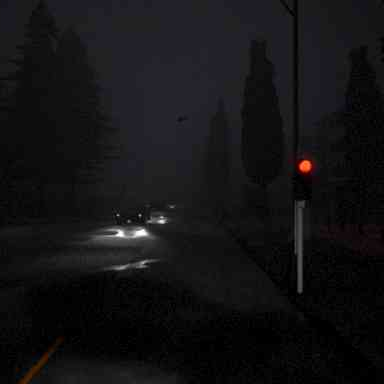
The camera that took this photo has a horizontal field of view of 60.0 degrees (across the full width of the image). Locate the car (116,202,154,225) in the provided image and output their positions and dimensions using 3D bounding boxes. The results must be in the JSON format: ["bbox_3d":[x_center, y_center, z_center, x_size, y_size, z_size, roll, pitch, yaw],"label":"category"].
[{"bbox_3d":[-4.127,1.614,23.981,1.895,1.301,4.718,0,0,0],"label":"car"}]

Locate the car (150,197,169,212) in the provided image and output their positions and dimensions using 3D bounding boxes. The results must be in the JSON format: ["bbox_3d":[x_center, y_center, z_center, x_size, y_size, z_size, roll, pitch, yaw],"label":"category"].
[{"bbox_3d":[-4.139,1.623,38.712,1.895,1.301,4.718,0,0,0],"label":"car"}]

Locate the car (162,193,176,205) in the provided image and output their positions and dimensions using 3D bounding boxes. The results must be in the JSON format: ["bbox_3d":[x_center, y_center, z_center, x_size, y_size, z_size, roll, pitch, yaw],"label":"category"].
[{"bbox_3d":[-4.114,1.257,59.679,2.150,2.045,5.566,0,0,0],"label":"car"}]
